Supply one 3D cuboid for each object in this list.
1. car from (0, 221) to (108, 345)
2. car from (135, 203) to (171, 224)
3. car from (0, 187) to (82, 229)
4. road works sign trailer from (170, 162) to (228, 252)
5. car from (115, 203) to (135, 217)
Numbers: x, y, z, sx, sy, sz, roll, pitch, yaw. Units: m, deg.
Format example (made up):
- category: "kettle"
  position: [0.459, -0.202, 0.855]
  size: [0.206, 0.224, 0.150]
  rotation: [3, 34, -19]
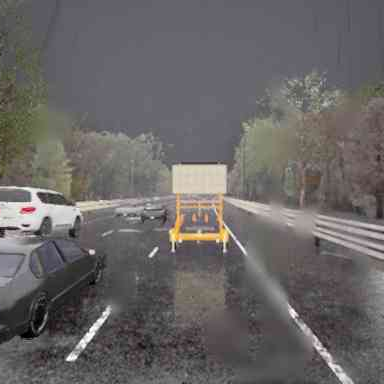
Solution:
- category: "car"
  position: [-3.247, 1.583, 6.594]
  size: [2.033, 1.411, 5.357]
  rotation: [0, 0, 1]
- category: "car"
  position: [-2.737, 1.615, 26.027]
  size: [2.128, 1.511, 4.902]
  rotation: [0, 0, 2]
- category: "car"
  position: [-6.644, 0.942, 14.473]
  size: [2.150, 2.045, 5.566]
  rotation: [1, -3, 1]
- category: "road works sign trailer"
  position: [0.322, 0.532, 14.287]
  size: [2.380, 3.560, 2.880]
  rotation: [0, 0, 2]
- category: "car"
  position: [-6.021, 1.757, 32.603]
  size: [1.895, 1.301, 4.718]
  rotation: [0, 0, 2]
